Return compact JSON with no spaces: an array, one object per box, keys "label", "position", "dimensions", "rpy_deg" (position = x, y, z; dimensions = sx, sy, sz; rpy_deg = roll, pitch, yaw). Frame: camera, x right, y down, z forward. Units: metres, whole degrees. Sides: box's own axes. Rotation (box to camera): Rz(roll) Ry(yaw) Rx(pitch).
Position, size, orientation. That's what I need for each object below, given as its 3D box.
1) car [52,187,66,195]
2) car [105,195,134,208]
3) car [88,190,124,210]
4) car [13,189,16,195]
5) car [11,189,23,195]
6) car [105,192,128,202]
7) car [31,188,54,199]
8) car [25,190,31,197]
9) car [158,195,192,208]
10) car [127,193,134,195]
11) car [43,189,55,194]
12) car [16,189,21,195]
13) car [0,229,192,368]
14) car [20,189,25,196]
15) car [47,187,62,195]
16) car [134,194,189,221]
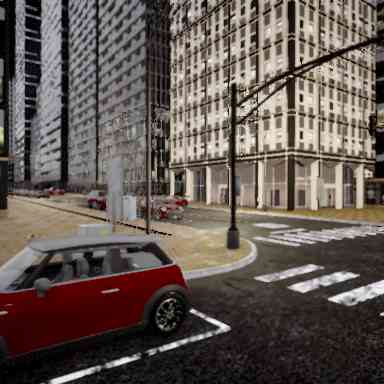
[{"label":"car","position":[-31.205,0.085,78.705],"dimensions":[1.887,1.381,4.507],"rpy_deg":[2,0,-36]},{"label":"car","position":[-5.512,1.164,28.443],"dimensions":[1.802,1.307,4.206],"rpy_deg":[2,0,-36]},{"label":"car","position":[-8.750,0.790,32.974],"dimensions":[2.192,1.841,5.009],"rpy_deg":[2,0,-36]},{"label":"car","position":[-37.971,0.078,73.759],"dimensions":[1.947,1.339,4.313],"rpy_deg":[2,0,-36]},{"label":"car","position":[-41.216,-0.050,78.290],"dimensions":[1.887,1.381,4.507],"rpy_deg":[2,0,-36]},{"label":"car","position":[-11.723,0.748,51.506],"dimensions":[1.947,1.339,4.313],"rpy_deg":[2,0,-36]},{"label":"car","position":[-24.986,0.484,55.632],"dimensions":[1.887,1.381,4.507],"rpy_deg":[2,0,-36]},{"label":"car","position":[-28.232,0.383,60.164],"dimensions":[2.008,1.369,4.403],"rpy_deg":[2,0,-36]},{"label":"car","position":[-1.982,1.085,37.905],"dimensions":[1.802,1.307,4.206],"rpy_deg":[2,0,-36]},{"label":"car","position":[-8.573,0.811,47.111],"dimensions":[1.752,1.417,4.829],"rpy_deg":[2,0,-36]},{"label":"car","position":[-37.699,-0.108,87.772],"dimensions":[1.947,1.339,4.313],"rpy_deg":[2,0,-36]},{"label":"car","position":[-34.724,0.169,69.227],"dimensions":[2.008,1.369,4.403],"rpy_deg":[2,0,-36]},{"label":"car","position":[-2.078,1.446,5.079],"dimensions":[4.097,1.590,1.967],"rpy_deg":[0,0,-35]},{"label":"car","position":[-31.478,0.270,64.695],"dimensions":[1.887,1.381,4.507],"rpy_deg":[2,0,-36]},{"label":"car","position":[-34.445,-0.252,83.238],"dimensions":[2.192,1.841,5.009],"rpy_deg":[2,0,-36]},{"label":"car","position":[-2.262,1.129,23.911],"dimensions":[1.967,1.590,4.097],"rpy_deg":[2,0,-36]}]
